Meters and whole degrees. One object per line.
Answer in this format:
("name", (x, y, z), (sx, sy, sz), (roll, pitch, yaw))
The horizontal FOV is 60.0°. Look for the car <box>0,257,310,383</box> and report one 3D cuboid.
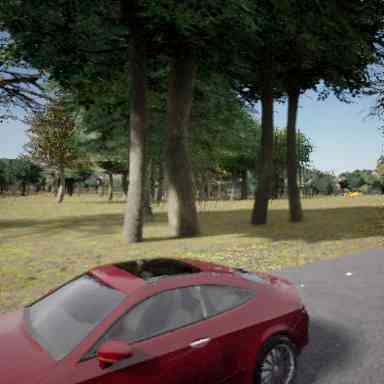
("car", (-0.645, 1.524, 3.547), (4.674, 1.442, 1.812), (0, 0, -35))
